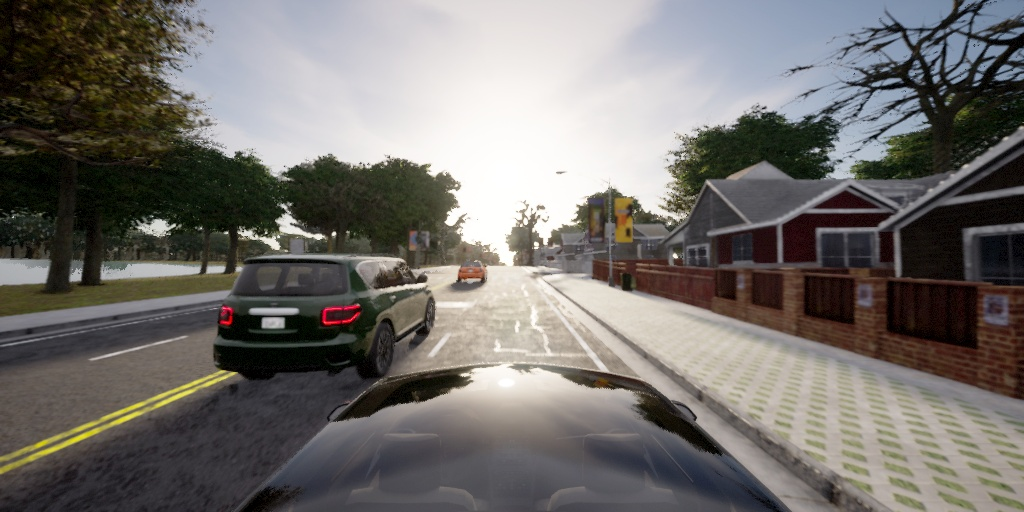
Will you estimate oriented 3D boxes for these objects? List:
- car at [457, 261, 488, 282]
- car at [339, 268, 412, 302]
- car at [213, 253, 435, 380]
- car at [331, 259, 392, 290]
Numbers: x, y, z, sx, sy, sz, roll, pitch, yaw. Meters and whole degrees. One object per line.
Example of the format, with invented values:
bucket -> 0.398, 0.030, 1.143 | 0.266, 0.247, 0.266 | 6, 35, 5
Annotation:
car -> -3.147, 1.154, 29.378 | 2.097, 1.767, 4.553 | 0, 0, 0
car -> -6.557, 1.337, 17.798 | 1.994, 1.385, 4.181 | 0, 0, 1
car -> -3.149, 0.977, 7.413 | 2.150, 2.045, 5.566 | 0, 0, 0
car -> -9.752, 1.134, 23.691 | 2.097, 1.767, 4.553 | 0, 0, 0
